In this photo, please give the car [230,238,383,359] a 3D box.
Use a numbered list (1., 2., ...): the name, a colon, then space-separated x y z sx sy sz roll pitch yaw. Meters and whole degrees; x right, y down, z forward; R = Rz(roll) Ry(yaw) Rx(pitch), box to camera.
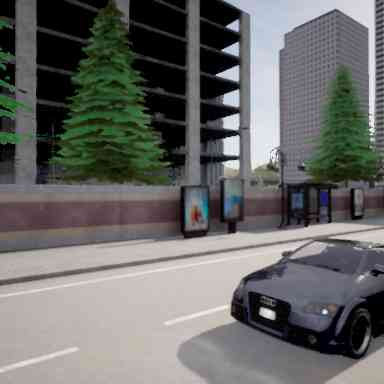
1. car: 2.690 1.579 6.033 4.181 1.385 1.994 0 0 -37
